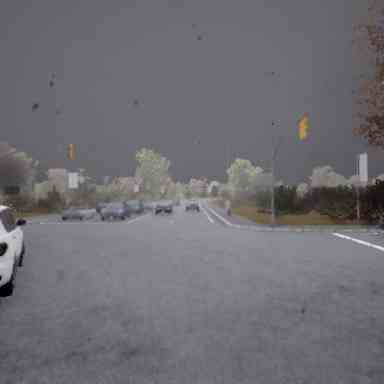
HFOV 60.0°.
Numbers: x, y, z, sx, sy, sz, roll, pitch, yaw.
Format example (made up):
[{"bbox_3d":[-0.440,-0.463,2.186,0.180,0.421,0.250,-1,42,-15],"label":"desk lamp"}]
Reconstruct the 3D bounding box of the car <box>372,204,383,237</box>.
[{"bbox_3d":[12.625,1.538,18.010,4.553,1.767,2.097,0,-1,3],"label":"car"}]

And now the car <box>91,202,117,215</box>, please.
[{"bbox_3d":[-10.559,1.977,40.190,1.994,1.385,4.181,0,-1,1],"label":"car"}]

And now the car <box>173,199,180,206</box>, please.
[{"bbox_3d":[-3.491,2.261,71.656,2.128,1.511,4.902,0,-1,0],"label":"car"}]

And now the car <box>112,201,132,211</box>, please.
[{"bbox_3d":[-10.517,2.080,50.260,1.994,1.385,4.181,0,-1,0],"label":"car"}]

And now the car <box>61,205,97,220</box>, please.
[{"bbox_3d":[-10.618,1.924,31.383,1.895,1.301,4.718,0,-1,1],"label":"car"}]

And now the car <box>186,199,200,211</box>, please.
[{"bbox_3d":[0.083,2.022,48.311,1.812,1.442,4.674,0,-1,0],"label":"car"}]

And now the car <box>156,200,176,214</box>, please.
[{"bbox_3d":[-3.415,2.030,41.793,1.895,1.301,4.718,0,-1,0],"label":"car"}]

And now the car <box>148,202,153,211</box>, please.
[{"bbox_3d":[-7.017,2.119,50.454,1.895,1.301,4.718,0,-1,0],"label":"car"}]

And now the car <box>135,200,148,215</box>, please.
[{"bbox_3d":[-7.068,1.765,40.209,2.097,1.767,4.553,0,-1,0],"label":"car"}]

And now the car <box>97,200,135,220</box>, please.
[{"bbox_3d":[-7.086,1.674,31.325,2.097,1.767,4.553,0,-1,0],"label":"car"}]

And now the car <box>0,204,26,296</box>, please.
[{"bbox_3d":[-5.658,1.313,8.556,2.150,2.045,5.566,1,-1,-24],"label":"car"}]

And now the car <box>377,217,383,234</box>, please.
[{"bbox_3d":[7.538,1.303,7.609,5.566,2.045,2.150,0,-2,-8],"label":"car"}]

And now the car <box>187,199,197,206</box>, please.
[{"bbox_3d":[0.021,2.307,73.437,1.994,1.385,4.181,0,-1,1],"label":"car"}]
